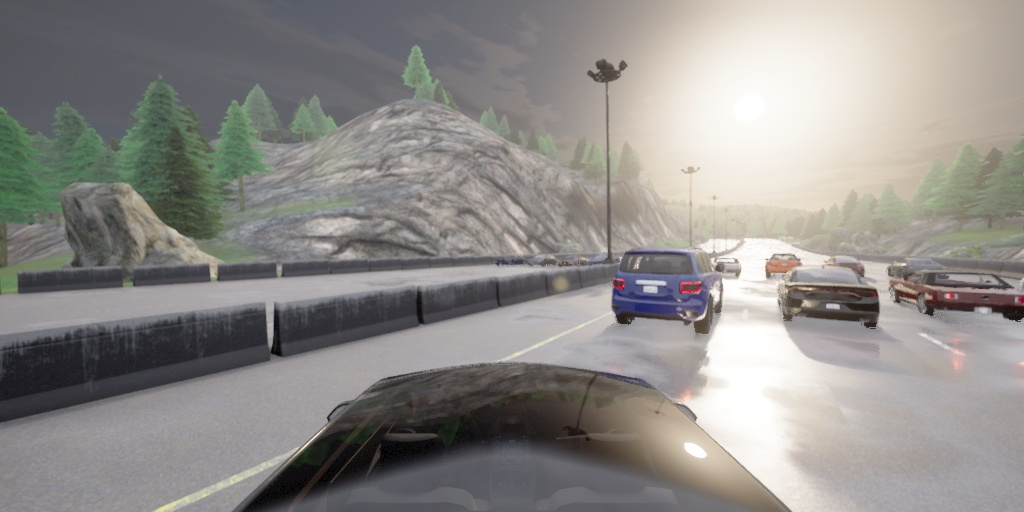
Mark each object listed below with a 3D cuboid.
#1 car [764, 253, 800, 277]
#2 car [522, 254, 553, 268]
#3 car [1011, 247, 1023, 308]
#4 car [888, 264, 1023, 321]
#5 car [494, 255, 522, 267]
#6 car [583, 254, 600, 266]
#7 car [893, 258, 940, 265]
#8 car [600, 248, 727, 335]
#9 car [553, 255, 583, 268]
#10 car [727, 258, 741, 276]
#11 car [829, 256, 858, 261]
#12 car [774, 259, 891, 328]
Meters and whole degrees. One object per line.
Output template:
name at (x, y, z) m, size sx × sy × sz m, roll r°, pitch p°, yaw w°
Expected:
car at (19.697, 0.559, 26.094) m, size 2.097 × 1.767 × 4.553 m, roll 1°, pitch 1°, yaw 34°
car at (3.445, 0.474, 39.853) m, size 1.812 × 1.442 × 4.674 m, roll 1°, pitch 1°, yaw 34°
car at (17.060, 0.772, 9.815) m, size 2.150 × 2.045 × 5.566 m, roll 1°, pitch 1°, yaw 34°
car at (13.946, 1.123, 11.471) m, size 1.895 × 1.301 × 4.718 m, roll 1°, pitch 1°, yaw 34°
car at (-0.018, 0.531, 41.001) m, size 1.895 × 1.301 × 4.718 m, roll 1°, pitch 1°, yaw 34°
car at (9.208, 0.499, 35.890) m, size 1.882 × 1.535 × 5.008 m, roll 1°, pitch 1°, yaw 34°
car at (26.301, 0.816, 23.350) m, size 1.994 × 1.385 × 4.181 m, roll 1°, pitch 1°, yaw 34°
car at (4.616, 0.786, 10.249) m, size 2.150 × 2.045 × 5.566 m, roll 1°, pitch 2°, yaw 34°
car at (6.500, 0.543, 38.129) m, size 1.994 × 1.385 × 4.181 m, roll 1°, pitch 1°, yaw 34°
car at (16.708, 0.775, 27.923) m, size 1.895 × 1.301 × 4.718 m, roll 1°, pitch 1°, yaw 34°
car at (23.691, 0.733, 25.732) m, size 1.812 × 1.442 × 4.674 m, roll 1°, pitch 1°, yaw 34°
car at (9.215, 1.022, 10.767) m, size 1.882 × 1.535 × 5.008 m, roll 1°, pitch 2°, yaw 34°
